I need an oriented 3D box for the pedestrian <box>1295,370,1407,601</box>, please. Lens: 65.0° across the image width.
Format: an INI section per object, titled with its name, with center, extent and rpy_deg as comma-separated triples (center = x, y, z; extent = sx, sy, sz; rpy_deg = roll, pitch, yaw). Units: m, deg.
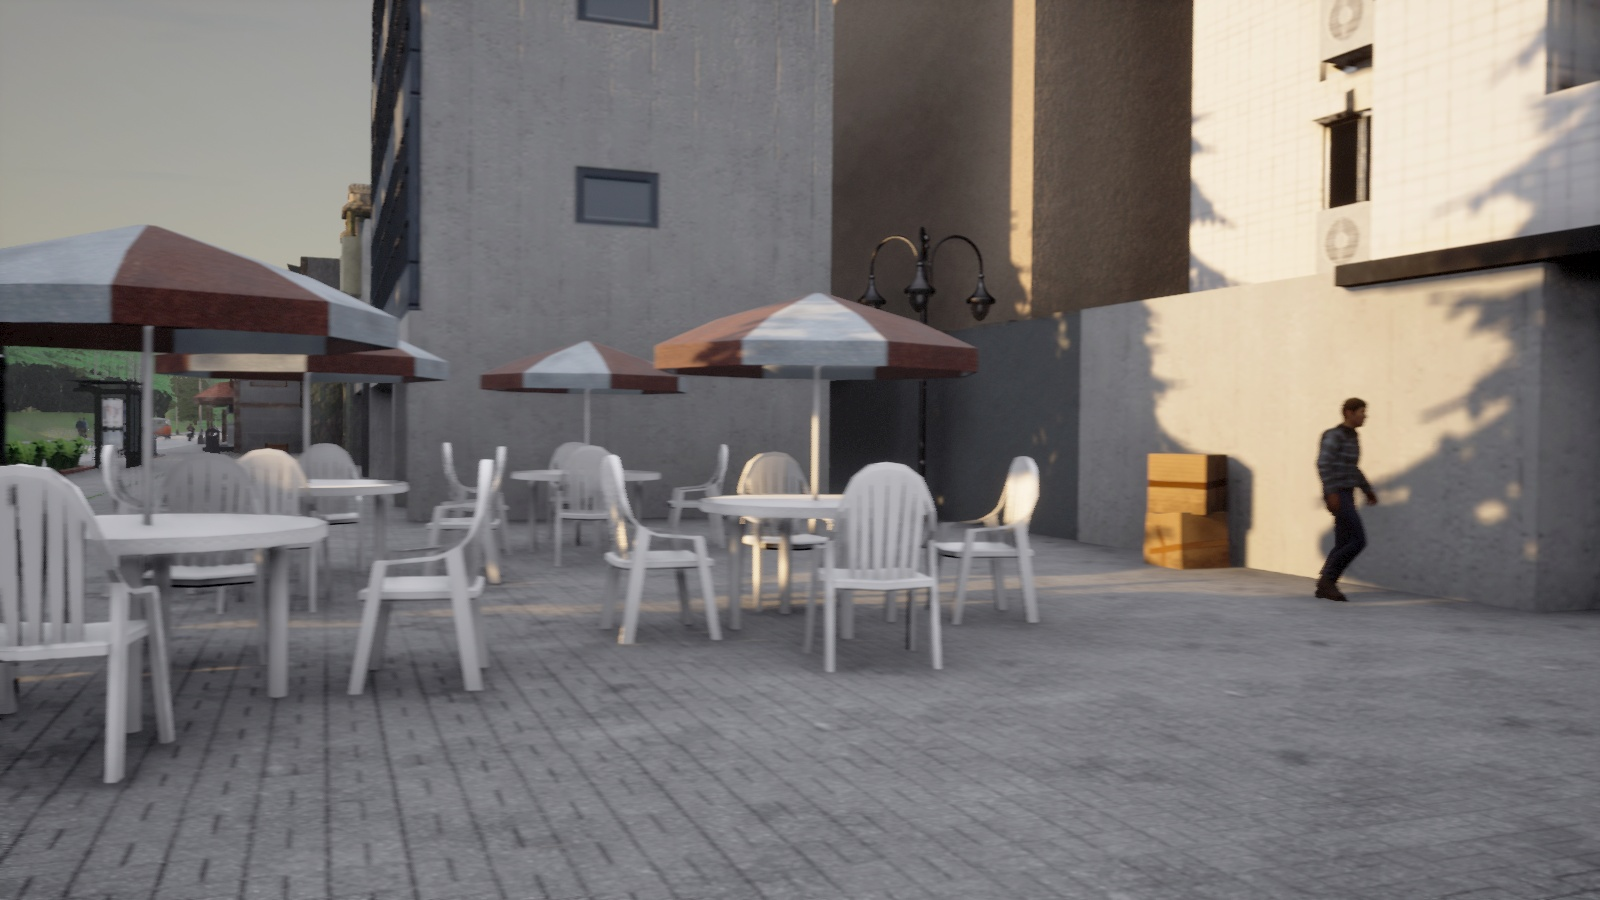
[pedestrian]
center = 4.823, 0.298, 11.009
extent = 0.423, 1.949, 0.788
rpy_deg = -1, 1, -43
